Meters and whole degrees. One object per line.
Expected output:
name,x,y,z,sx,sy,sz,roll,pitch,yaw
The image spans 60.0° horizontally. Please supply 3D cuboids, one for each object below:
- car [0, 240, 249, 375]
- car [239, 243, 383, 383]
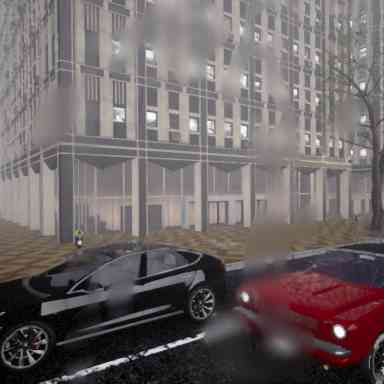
car,-1.337,1.566,5.611,4.313,1.339,1.947,0,-1,-35
car,2.933,1.602,5.450,4.718,1.301,1.895,0,0,-35
